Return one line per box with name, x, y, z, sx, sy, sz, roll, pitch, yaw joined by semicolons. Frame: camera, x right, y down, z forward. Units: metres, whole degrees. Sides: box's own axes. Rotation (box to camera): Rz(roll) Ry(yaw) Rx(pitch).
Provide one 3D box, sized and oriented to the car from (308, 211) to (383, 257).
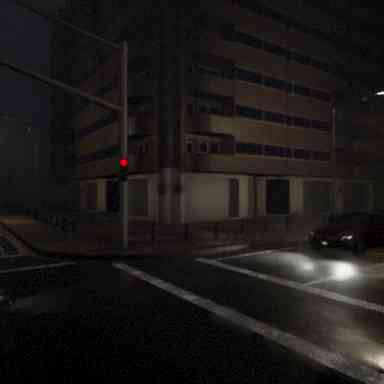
car;6.502;1.489;12.850;4.674;1.442;1.812;0;0;-35
